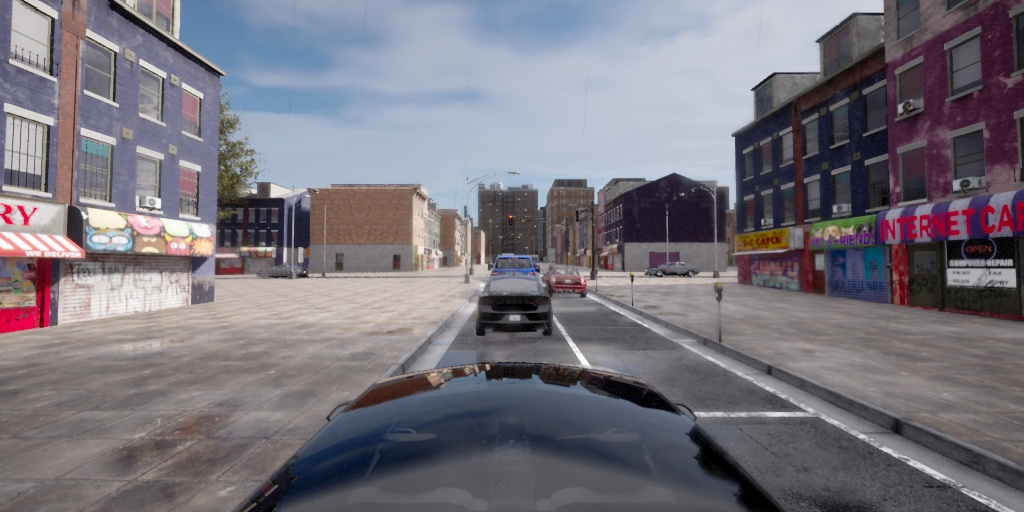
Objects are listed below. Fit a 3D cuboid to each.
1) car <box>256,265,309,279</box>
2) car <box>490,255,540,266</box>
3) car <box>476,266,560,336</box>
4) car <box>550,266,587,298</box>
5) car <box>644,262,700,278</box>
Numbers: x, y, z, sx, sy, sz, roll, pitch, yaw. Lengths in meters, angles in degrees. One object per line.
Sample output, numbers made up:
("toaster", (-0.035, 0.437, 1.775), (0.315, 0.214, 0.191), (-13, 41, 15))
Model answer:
("car", (-21.539, 1.502, 33.788), (4.181, 1.385, 1.994), (-1, -2, 0))
("car", (0.069, 0.991, 18.068), (2.150, 2.045, 5.566), (0, 0, 0))
("car", (0.036, 1.235, 10.502), (1.882, 1.535, 5.008), (0, 0, -1))
("car", (2.616, 1.210, 18.755), (1.967, 1.591, 4.097), (0, 0, 0))
("car", (14.951, 1.314, 33.599), (4.902, 1.511, 2.128), (0, -2, 0))
